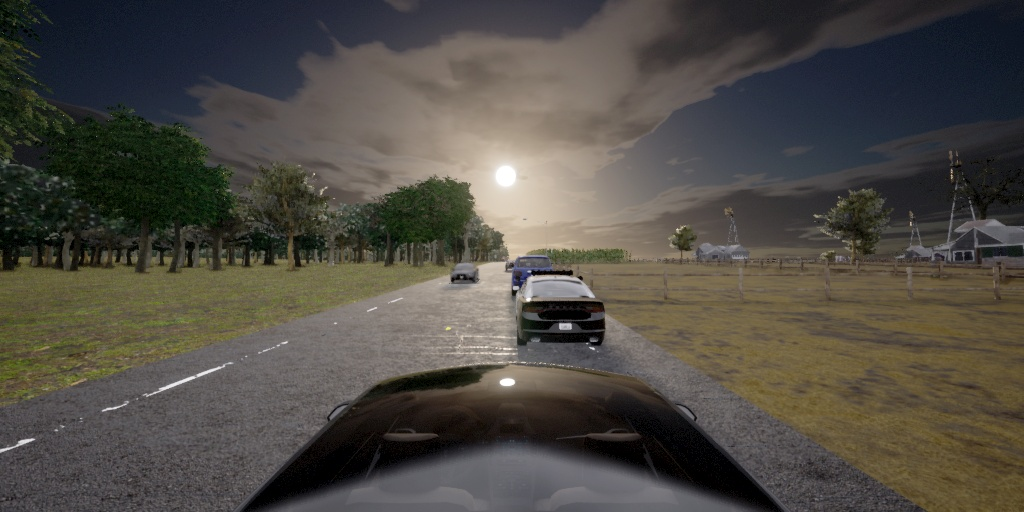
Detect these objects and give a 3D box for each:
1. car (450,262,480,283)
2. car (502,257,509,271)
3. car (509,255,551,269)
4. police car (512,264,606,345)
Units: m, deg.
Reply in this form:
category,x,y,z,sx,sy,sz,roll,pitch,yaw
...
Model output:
category,x,y,z,sx,sy,sz,roll,pitch,yaw
car,-3.593,1.266,27.979,1.837,1.490,4.892,0,0,0
car,0.049,1.253,50.136,2.128,1.511,4.902,0,0,1
car,1.054,0.983,19.560,2.150,2.045,5.566,0,0,0
police car,1.051,1.181,9.628,1.930,1.638,5.238,0,0,0
